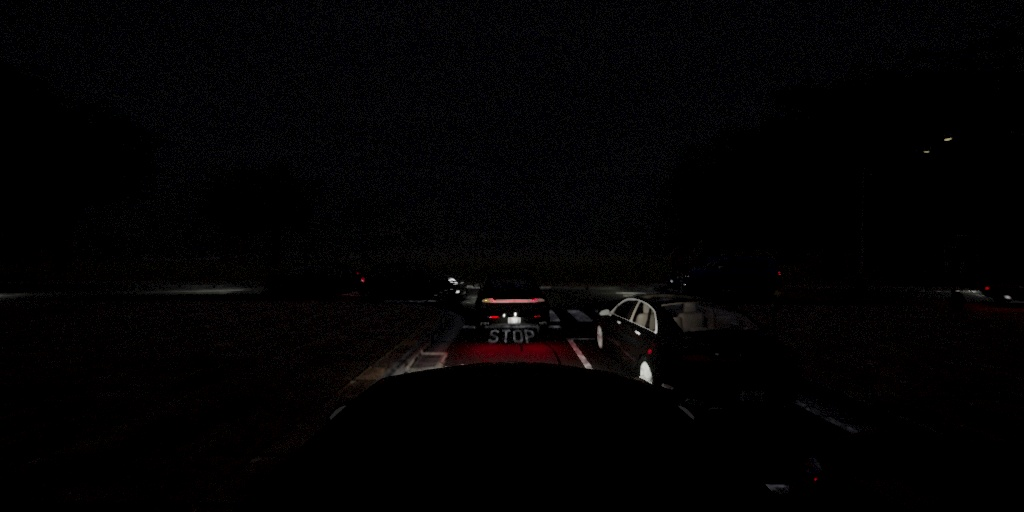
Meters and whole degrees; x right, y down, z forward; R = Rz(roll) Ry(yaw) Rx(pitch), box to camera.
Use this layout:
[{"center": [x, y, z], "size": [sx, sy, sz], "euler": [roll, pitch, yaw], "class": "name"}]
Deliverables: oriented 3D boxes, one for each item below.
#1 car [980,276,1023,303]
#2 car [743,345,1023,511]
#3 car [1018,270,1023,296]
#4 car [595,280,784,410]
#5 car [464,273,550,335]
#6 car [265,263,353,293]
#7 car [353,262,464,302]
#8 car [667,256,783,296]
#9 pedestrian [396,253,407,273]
[{"center": [24.973, 1.623, 16.460], "size": [4.718, 1.301, 1.895], "euler": [1, 1, 0], "class": "car"}, {"center": [2.636, 1.333, 0.564], "size": [1.802, 1.307, 4.207], "euler": [0, 0, 0], "class": "car"}, {"center": [30.985, 1.552, 19.391], "size": [4.674, 1.442, 1.812], "euler": [1, 1, 0], "class": "car"}, {"center": [2.635, 1.295, 6.096], "size": [2.007, 1.370, 4.403], "euler": [0, 0, 0], "class": "car"}, {"center": [-0.099, 1.232, 10.484], "size": [2.128, 1.511, 4.902], "euler": [0, 0, -4], "class": "car"}, {"center": [-10.586, 1.135, 19.371], "size": [4.902, 1.511, 2.128], "euler": [0, 1, 0], "class": "car"}, {"center": [-4.441, 1.092, 16.427], "size": [4.553, 1.767, 2.097], "euler": [0, 1, 0], "class": "car"}, {"center": [11.401, 1.044, 19.382], "size": [5.566, 2.045, 2.150], "euler": [1, 1, 0], "class": "car"}, {"center": [-6.885, 0.739, 22.274], "size": [0.375, 1.860, 0.375], "euler": [0, 1, 0], "class": "pedestrian"}]
